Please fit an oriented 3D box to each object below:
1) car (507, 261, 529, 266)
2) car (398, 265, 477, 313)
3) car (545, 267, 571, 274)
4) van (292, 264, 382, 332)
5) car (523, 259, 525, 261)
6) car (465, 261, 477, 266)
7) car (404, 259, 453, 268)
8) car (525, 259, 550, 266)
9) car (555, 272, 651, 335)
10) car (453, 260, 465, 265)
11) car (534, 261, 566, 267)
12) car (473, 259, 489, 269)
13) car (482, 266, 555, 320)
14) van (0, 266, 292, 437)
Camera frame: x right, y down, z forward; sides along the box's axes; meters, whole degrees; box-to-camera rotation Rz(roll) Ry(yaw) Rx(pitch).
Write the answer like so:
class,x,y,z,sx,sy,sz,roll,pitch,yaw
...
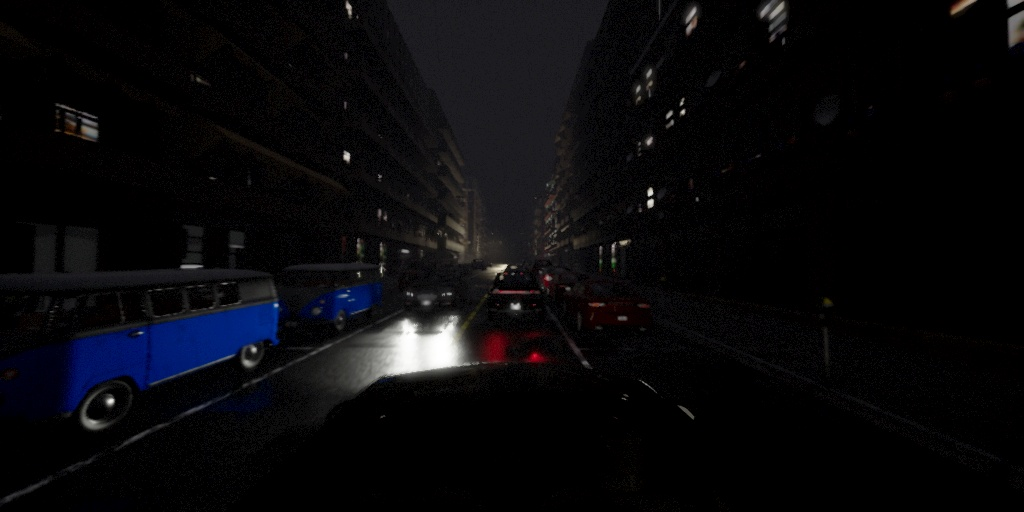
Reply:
class,x,y,z,sx,sy,sz,roll,pitch,yaw
car,0.173,1.438,31.175,2.033,1.411,5.357,0,0,0
car,-2.818,1.291,14.269,2.128,1.511,4.902,0,0,0
car,2.597,1.363,16.157,1.888,1.381,4.507,0,0,0
van,-5.299,1.121,10.708,1.690,1.789,3.998,0,0,0
car,2.629,1.408,43.812,1.967,1.591,4.097,0,0,0
car,-5.232,1.488,38.360,1.948,1.339,4.313,0,0,0
car,-5.272,1.148,21.768,2.192,1.841,5.009,0,0,0
car,2.602,1.218,32.750,2.192,1.841,5.009,0,0,0
car,2.583,1.337,10.627,1.888,1.381,4.507,0,0,0
car,-5.259,1.176,27.298,2.192,1.841,5.009,0,0,0
car,2.617,1.285,21.688,1.967,1.591,4.097,0,0,0
car,-5.192,1.343,54.948,2.192,1.841,5.009,0,0,0
car,0.122,1.289,12.831,2.128,1.511,4.902,0,0,0
van,-5.312,1.096,5.177,1.690,1.789,3.998,0,0,0
